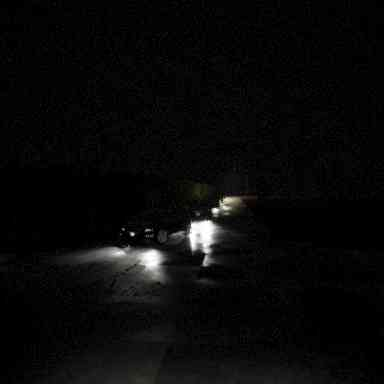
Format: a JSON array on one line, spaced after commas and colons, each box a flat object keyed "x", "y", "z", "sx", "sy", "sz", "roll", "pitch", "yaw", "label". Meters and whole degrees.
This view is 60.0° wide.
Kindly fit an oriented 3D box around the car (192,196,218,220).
[{"x": 0.762, "y": 1.392, "z": 27.231, "sx": 2.128, "sy": 1.511, "sz": 4.902, "roll": 0, "pitch": 0, "yaw": 7, "label": "car"}]

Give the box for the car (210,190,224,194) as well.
[{"x": 4.486, "y": 0.754, "z": 59.482, "sx": 2.150, "sy": 2.045, "sz": 5.566, "roll": 0, "pitch": 1, "yaw": 7, "label": "car"}]

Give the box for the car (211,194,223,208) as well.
[{"x": 2.497, "y": 1.306, "z": 42.232, "sx": 1.994, "sy": 1.385, "sz": 4.181, "roll": 0, "pitch": 1, "yaw": 7, "label": "car"}]

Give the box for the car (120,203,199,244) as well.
[{"x": -1.517, "y": 1.465, "z": 15.764, "sx": 1.837, "sy": 1.490, "sz": 4.892, "roll": 1, "pitch": 0, "yaw": 22, "label": "car"}]
